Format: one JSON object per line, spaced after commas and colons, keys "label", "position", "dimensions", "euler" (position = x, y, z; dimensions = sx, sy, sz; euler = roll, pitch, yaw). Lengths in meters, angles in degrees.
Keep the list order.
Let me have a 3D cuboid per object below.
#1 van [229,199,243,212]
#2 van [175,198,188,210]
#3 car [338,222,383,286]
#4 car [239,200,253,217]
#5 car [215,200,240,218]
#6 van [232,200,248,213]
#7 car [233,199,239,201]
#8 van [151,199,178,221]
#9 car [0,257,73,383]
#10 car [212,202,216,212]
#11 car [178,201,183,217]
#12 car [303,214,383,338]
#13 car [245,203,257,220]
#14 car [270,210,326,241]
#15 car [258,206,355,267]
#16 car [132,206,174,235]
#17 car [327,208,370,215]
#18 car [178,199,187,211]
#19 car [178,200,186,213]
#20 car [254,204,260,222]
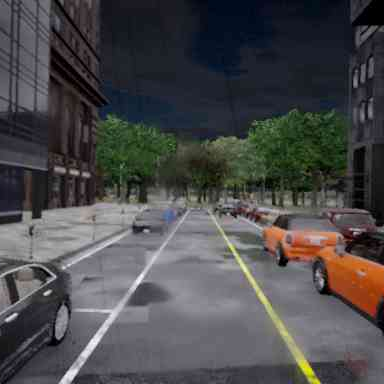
{"label": "van", "position": [6.891, 2.079, 52.436], "dimensions": [1.690, 1.788, 3.998], "euler": [1, -1, 1]}
{"label": "van", "position": [-1.631, 1.905, 52.634], "dimensions": [1.690, 1.788, 3.998], "euler": [1, -1, 1]}
{"label": "car", "position": [5.890, 1.749, 9.117], "dimensions": [1.752, 1.417, 4.829], "euler": [1, -1, 1]}
{"label": "car", "position": [6.513, 1.982, 36.127], "dimensions": [1.967, 1.590, 4.097], "euler": [1, -1, 1]}
{"label": "car", "position": [3.785, 1.991, 36.086], "dimensions": [1.837, 1.490, 4.892], "euler": [1, 0, 2]}
{"label": "van", "position": [6.766, 2.014, 47.000], "dimensions": [1.690, 1.788, 3.998], "euler": [1, -1, 1]}
{"label": "car", "position": [6.641, 1.922, 41.565], "dimensions": [2.192, 1.841, 5.009], "euler": [1, -1, 1]}
{"label": "van", "position": [-2.256, 1.580, 25.455], "dimensions": [1.690, 1.788, 3.998], "euler": [1, -1, 1]}
{"label": "car", "position": [-2.760, 1.536, 3.710], "dimensions": [2.008, 1.369, 4.403], "euler": [1, -1, 1]}
{"label": "car", "position": [4.020, 2.131, 47.759], "dimensions": [1.837, 1.490, 4.892], "euler": [1, 0, 1]}
{"label": "car", "position": [-2.138, 1.827, 30.719], "dimensions": [1.752, 1.417, 4.829], "euler": [1, -1, 1]}
{"label": "car", "position": [3.968, 1.505, 6.356], "dimensions": [2.097, 1.767, 4.553], "euler": [1, -1, 1]}
{"label": "car", "position": [6.386, 2.022, 30.691], "dimensions": [1.887, 1.381, 4.507], "euler": [1, -1, 1]}
{"label": "car", "position": [6.136, 1.900, 19.819], "dimensions": [2.008, 1.369, 4.403], "euler": [1, -1, 1]}
{"label": "car", "position": [3.923, 1.571, 12.386], "dimensions": [2.097, 1.767, 4.553], "euler": [1, -1, 4]}
{"label": "car", "position": [-2.385, 1.741, 20.017], "dimensions": [1.947, 1.339, 4.313], "euler": [1, -1, 1]}
{"label": "car", "position": [6.015, 1.600, 14.386], "dimensions": [2.192, 1.841, 5.009], "euler": [1, -1, 1]}
{"label": "car", "position": [-1.888, 1.956, 41.591], "dimensions": [1.752, 1.417, 4.829], "euler": [1, -1, 1]}
{"label": "car", "position": [-2.010, 1.934, 36.324], "dimensions": [1.947, 1.339, 4.313], "euler": [1, -1, 1]}
{"label": "car", "position": [6.266, 1.940, 25.425], "dimensions": [1.752, 1.417, 4.829], "euler": [1, -1, 1]}
